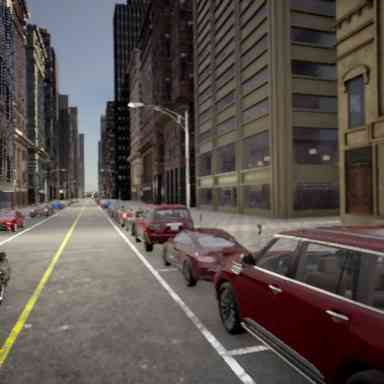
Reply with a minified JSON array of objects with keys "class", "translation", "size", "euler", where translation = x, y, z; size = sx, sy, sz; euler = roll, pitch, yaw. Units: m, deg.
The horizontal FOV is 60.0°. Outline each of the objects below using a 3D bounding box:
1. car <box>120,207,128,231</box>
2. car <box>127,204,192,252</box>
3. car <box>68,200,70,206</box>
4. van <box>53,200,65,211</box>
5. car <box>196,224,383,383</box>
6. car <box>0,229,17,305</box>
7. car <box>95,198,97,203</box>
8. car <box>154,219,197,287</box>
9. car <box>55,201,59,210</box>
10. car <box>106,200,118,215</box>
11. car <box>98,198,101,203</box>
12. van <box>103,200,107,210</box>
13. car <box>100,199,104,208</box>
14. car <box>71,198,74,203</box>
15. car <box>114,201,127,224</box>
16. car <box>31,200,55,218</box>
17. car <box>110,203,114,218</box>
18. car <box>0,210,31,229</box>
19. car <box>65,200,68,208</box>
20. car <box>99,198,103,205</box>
[{"class":"car","translation":[-2.992,1.800,20.194],"size":[1.947,1.339,4.313],"euler":[-1,0,-17]},{"class":"car","translation":[-1.355,1.472,14.841],"size":[2.192,1.841,5.009],"euler":[-1,0,-17]},{"class":"car","translation":[-25.923,2.598,65.879],"size":[1.887,1.381,4.507],"euler":[-1,0,-17]},{"class":"van","translation":[-22.642,2.238,55.171],"size":[1.690,1.788,3.998],"euler":[-1,0,-17]},{"class":"car","translation":[1.931,1.319,4.131],"size":[2.192,1.841,5.009],"euler":[-1,0,-17]},{"class":"car","translation":[-4.505,1.676,5.523],"size":[2.033,1.411,5.357],"euler":[-1,-1,-16]},{"class":"car","translation":[-24.348,2.789,89.809],"size":[1.887,1.381,4.507],"euler":[-1,0,-17]},{"class":"car","translation":[0.294,1.662,9.485],"size":[1.802,1.307,4.206],"euler":[-1,0,-17]},{"class":"car","translation":[-19.352,2.287,44.458],"size":[1.887,1.381,4.507],"euler":[-1,0,-17]},{"class":"car","translation":[-7.923,1.907,36.260],"size":[1.967,1.590,4.097],"euler":[-1,0,-17]},{"class":"car","translation":[-17.779,2.373,68.390],"size":[1.967,1.590,4.097],"euler":[-1,0,-17]},{"class":"van","translation":[-11.210,1.963,46.970],"size":[1.690,1.788,3.998],"euler":[-1,0,-17]},{"class":"car","translation":[-14.491,2.322,57.679],"size":[1.887,1.381,4.507],"euler":[-1,0,-17]},{"class":"car","translation":[-30.854,2.727,81.946],"size":[1.967,1.590,4.097],"euler":[-1,0,-17]},{"class":"car","translation":[-4.637,1.752,25.550],"size":[1.967,1.590,4.097],"euler":[-1,0,-17]},{"class":"car","translation":[-17.712,2.104,39.104],"size":[1.967,1.590,4.097],"euler":[-1,0,-17]},{"class":"car","translation":[-6.277,1.955,30.904],"size":[1.947,1.339,4.313],"euler":[-1,0,-17]},{"class":"car","translation":[-12.781,1.976,23.037],"size":[1.887,1.381,4.507],"euler":[-1,0,-17]},{"class":"car","translation":[-24.281,2.520,60.524],"size":[1.887,1.381,4.507],"euler":[-1,0,-17]},{"class":"car","translation":[-16.134,2.400,63.034],"size":[1.887,1.381,4.507],"euler":[-1,0,-17]}]
